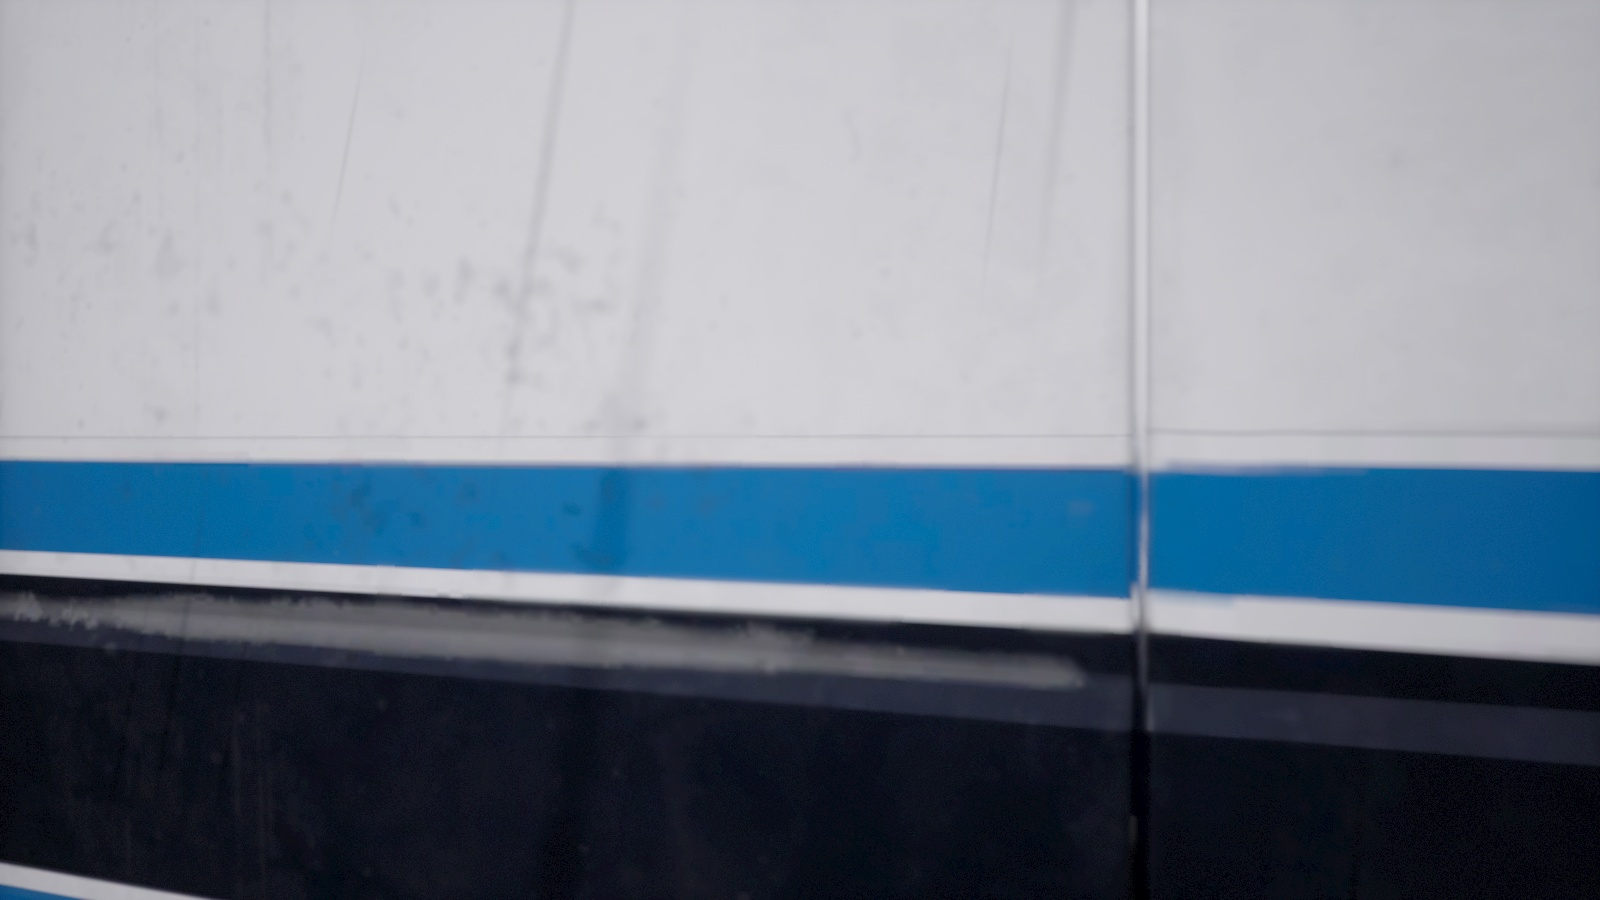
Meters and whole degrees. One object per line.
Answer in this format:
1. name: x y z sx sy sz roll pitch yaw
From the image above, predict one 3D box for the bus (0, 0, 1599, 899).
1. bus: 0.176 -0.595 3.049 10.273 4.253 3.944 1 1 21
